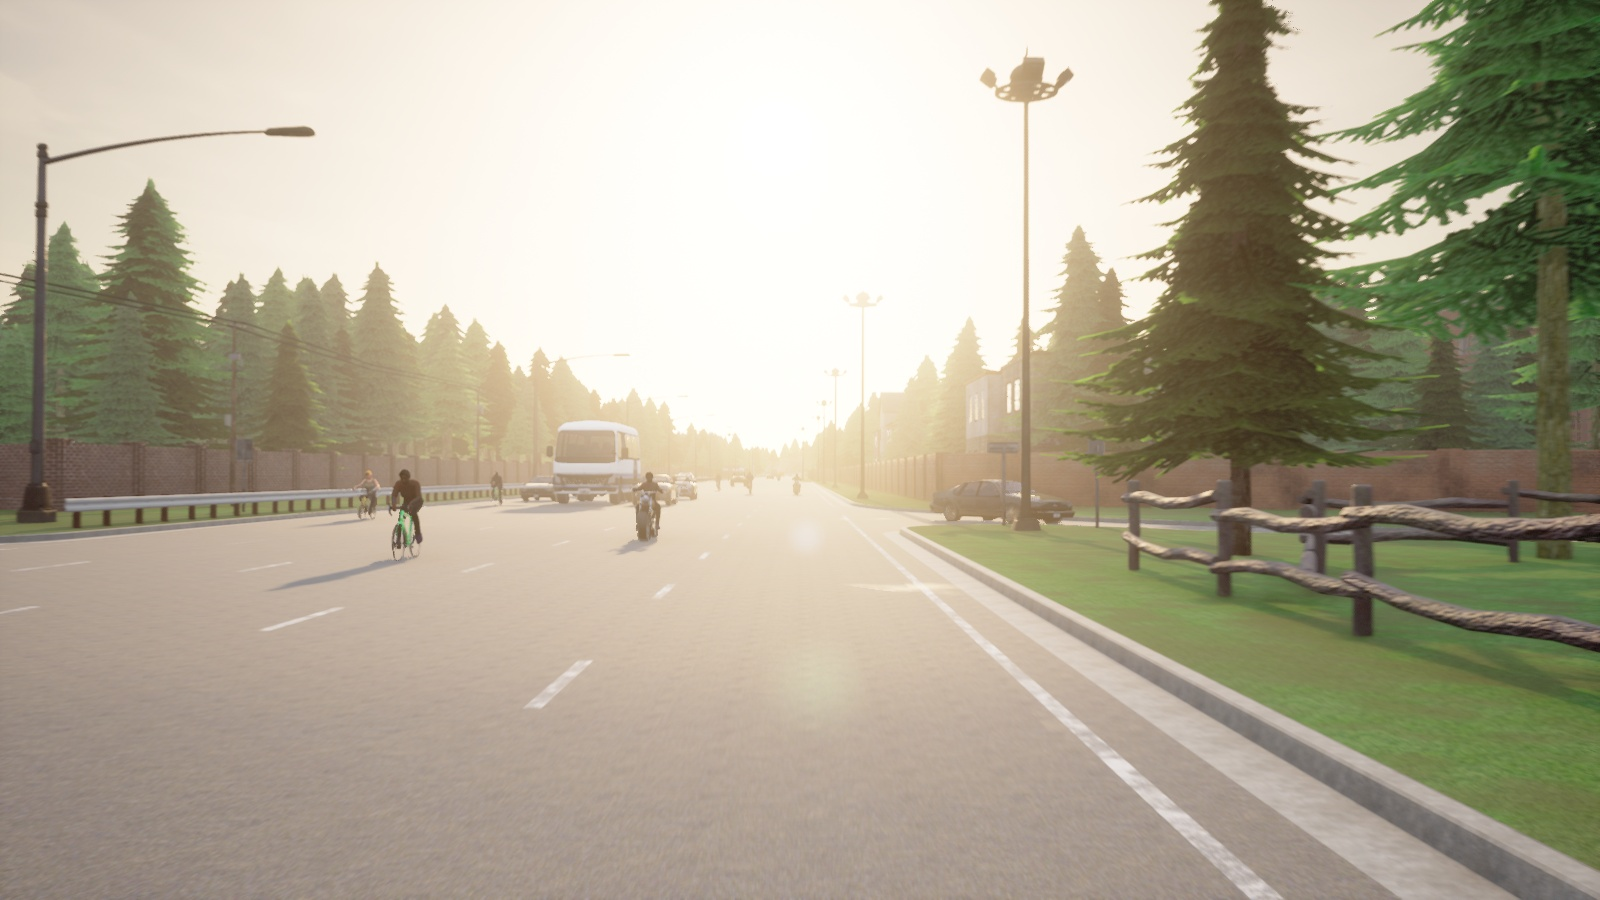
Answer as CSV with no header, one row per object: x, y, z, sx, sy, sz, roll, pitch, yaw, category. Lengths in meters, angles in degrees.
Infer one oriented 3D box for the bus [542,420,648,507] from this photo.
-10.670,0.779,66.726,3.944,4.253,10.273,0,-1,0,bus

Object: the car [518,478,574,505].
-14.173,2.286,70.295,2.033,1.411,5.357,0,-1,0,car

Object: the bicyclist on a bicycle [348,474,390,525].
-14.097,1.609,41.106,0.866,1.612,1.509,0,-1,0,bicyclist on a bicycle

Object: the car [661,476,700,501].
-7.187,2.282,75.744,1.970,1.475,3.806,0,-1,0,car

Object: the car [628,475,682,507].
-7.155,2.016,62.518,2.128,1.511,4.902,0,-1,0,car

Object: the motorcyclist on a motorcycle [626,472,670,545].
-3.574,1.359,29.697,0.766,1.649,2.350,0,-1,0,motorcyclist on a motorcycle

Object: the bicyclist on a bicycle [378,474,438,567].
-7.056,1.240,22.666,0.582,1.620,1.656,0,-1,0,bicyclist on a bicycle

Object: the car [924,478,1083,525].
6.531,1.636,41.049,2.033,1.411,5.357,0,-1,-33,car
